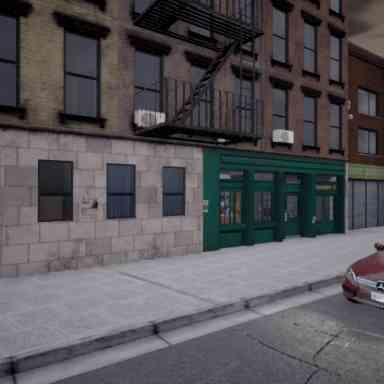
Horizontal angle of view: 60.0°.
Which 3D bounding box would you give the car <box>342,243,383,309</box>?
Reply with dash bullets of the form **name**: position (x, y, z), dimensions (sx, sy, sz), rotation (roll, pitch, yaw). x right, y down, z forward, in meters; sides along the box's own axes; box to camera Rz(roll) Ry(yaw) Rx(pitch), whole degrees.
- **car**: position (5.091, 1.528, 6.980), dimensions (4.674, 1.442, 1.812), rotation (0, 0, -35)
